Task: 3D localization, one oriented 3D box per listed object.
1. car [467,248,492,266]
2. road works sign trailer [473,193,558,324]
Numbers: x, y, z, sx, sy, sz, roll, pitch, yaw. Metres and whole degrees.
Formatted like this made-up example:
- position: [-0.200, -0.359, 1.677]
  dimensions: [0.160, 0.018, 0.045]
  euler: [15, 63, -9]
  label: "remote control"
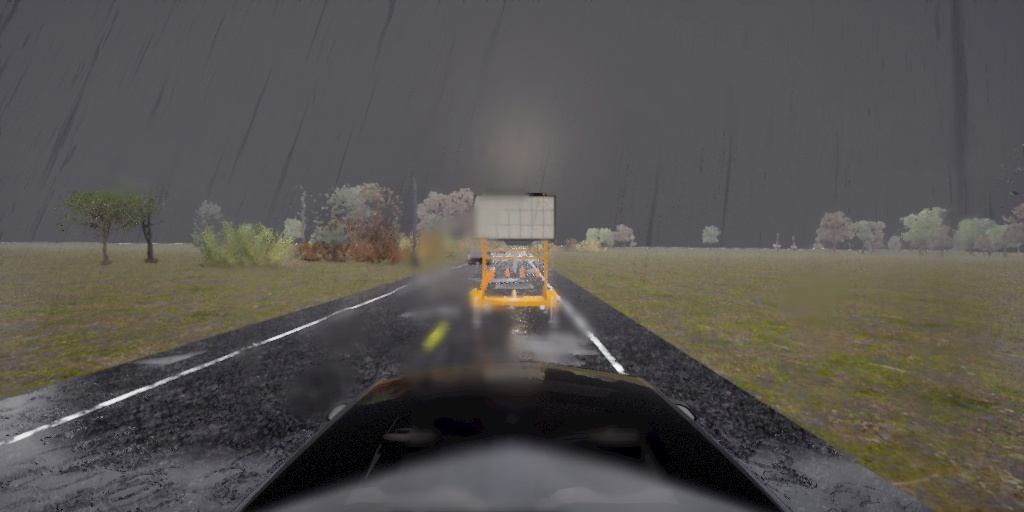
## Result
- position: [-3.225, 0.043, 36.253]
  dimensions: [2.097, 1.767, 4.553]
  euler: [0, 2, 1]
  label: "car"
- position: [0.087, -0.064, 10.757]
  dimensions: [2.380, 3.560, 2.880]
  euler: [0, 0, 0]
  label: "road works sign trailer"
